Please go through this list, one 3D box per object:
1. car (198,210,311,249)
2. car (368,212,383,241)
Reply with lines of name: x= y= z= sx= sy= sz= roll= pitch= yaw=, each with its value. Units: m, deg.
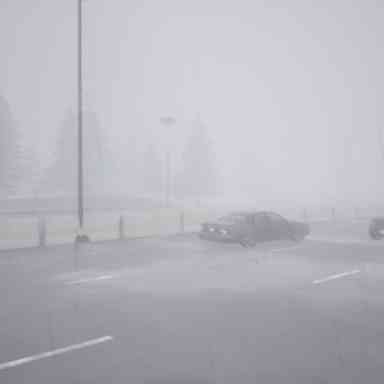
car: x=2.807 y=1.503 z=14.367 sx=5.357 sy=1.411 sz=2.033 roll=0 pitch=0 yaw=-35
car: x=9.779 y=1.465 z=15.030 sx=4.674 sy=1.442 sz=1.812 roll=0 pitch=0 yaw=-35
